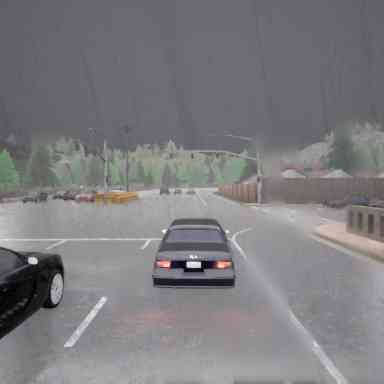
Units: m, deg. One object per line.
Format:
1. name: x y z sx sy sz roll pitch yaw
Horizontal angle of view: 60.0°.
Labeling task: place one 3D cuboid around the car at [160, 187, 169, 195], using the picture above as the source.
1. car: -7.223 -0.386 87.825 2.150 2.045 5.566 0 1 0

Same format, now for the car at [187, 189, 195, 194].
1. car: -0.223 -0.060 87.914 1.994 1.385 4.181 0 1 0

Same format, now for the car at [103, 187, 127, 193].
1. car: -14.209 0.100 61.840 2.150 2.045 5.566 0 1 0

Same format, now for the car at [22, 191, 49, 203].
1. car: -21.212 0.692 45.325 1.837 1.490 4.892 0 1 0

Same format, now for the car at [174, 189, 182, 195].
1. car: -3.723 -0.084 87.736 2.128 1.511 4.902 0 1 0

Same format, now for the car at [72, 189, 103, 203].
1. car: -14.212 0.540 45.355 2.097 1.767 4.553 0 1 0

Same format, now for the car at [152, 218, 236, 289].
1. car: 0.089 1.417 8.986 2.033 1.411 5.357 0 1 1

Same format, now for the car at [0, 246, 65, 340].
1. car: -3.453 1.421 4.613 1.882 1.535 5.008 0 1 0

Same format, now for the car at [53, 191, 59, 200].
1. car: -21.220 0.486 54.818 1.882 1.535 5.008 0 1 0

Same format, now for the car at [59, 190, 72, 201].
1. car: -17.724 0.639 50.417 2.033 1.411 5.357 0 1 0

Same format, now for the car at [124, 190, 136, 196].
1. car: -14.195 0.146 76.789 1.994 1.385 4.181 0 1 0

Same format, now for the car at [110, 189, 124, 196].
1. car: -17.700 0.072 78.719 2.033 1.411 5.357 0 1 0

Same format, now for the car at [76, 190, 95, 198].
1. car: -21.169 0.288 66.164 2.128 1.511 4.902 0 1 0

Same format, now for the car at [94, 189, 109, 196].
1. car: -21.199 0.079 78.170 2.128 1.511 4.902 0 1 0

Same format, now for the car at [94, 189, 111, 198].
1. car: -17.672 0.278 65.914 1.882 1.535 5.008 0 1 0

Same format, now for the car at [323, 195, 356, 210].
1. car: 15.818 0.973 32.699 5.357 1.411 2.033 0 1 2

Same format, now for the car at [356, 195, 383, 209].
1. car: 17.798 1.041 29.131 5.357 1.411 2.033 0 1 2
